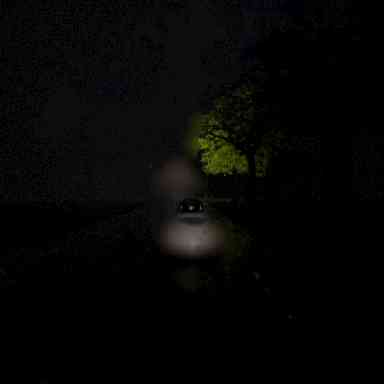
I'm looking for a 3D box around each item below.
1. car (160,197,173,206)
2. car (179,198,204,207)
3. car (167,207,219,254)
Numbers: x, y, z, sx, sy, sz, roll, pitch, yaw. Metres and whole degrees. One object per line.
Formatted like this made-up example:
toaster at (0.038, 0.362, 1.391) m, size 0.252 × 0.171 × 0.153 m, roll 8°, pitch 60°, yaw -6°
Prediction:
car at (-4.004, 1.452, 52.888) m, size 1.994 × 1.385 × 4.181 m, roll 0°, pitch 0°, yaw -1°
car at (-0.076, 1.327, 28.732) m, size 2.097 × 1.767 × 4.553 m, roll 0°, pitch 0°, yaw 0°
car at (0.025, 1.522, 13.280) m, size 1.812 × 1.442 × 4.674 m, roll 0°, pitch 0°, yaw 0°
